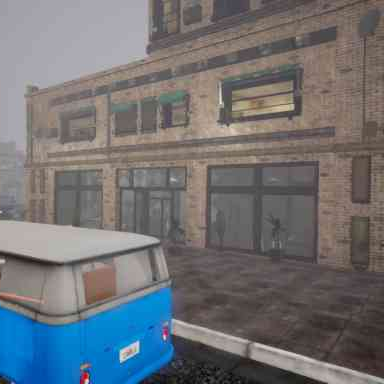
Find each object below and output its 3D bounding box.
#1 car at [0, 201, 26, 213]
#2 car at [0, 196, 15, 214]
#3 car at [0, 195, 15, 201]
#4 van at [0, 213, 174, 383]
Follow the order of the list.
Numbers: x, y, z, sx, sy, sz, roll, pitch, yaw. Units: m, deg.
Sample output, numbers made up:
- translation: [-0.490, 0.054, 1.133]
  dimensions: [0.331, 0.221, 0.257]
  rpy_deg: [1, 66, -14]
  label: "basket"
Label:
- translation: [-15.307, 1.793, 30.607]
  dimensions: [1.947, 1.339, 4.313]
  rpy_deg: [0, 0, 36]
  label: "car"
- translation: [-22.069, 1.411, 35.552]
  dimensions: [2.192, 1.841, 5.009]
  rpy_deg: [0, 0, 36]
  label: "car"
- translation: [-20.530, 1.349, 33.258]
  dimensions: [2.150, 2.045, 5.566]
  rpy_deg: [1, 0, 36]
  label: "car"
- translation: [-2.124, 1.340, 4.363]
  dimensions: [3.998, 1.788, 1.690]
  rpy_deg: [0, 1, 35]
  label: "van"
